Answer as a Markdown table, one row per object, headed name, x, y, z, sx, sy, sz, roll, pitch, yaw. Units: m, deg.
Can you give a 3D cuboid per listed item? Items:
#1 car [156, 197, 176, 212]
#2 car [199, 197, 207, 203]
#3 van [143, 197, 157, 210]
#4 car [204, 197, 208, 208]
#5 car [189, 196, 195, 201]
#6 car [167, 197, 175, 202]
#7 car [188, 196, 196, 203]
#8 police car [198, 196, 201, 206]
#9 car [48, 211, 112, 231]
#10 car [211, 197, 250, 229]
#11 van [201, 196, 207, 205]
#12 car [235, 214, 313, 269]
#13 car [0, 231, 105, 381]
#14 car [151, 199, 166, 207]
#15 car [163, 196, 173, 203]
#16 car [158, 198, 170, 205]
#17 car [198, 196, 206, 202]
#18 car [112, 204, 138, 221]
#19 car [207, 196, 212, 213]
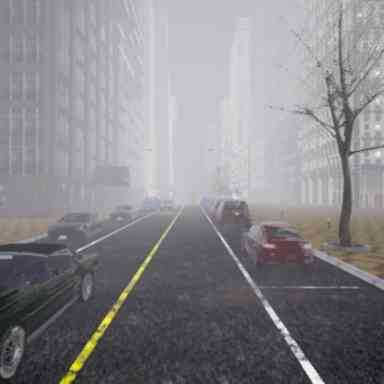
| name | x | y | z | sx | sy | sz | roll | pitch | yaw |
| --- | --- | --- | --- | --- | --- | --- | --- | --- | --- |
| car | -3.074 | 1.752 | 43.058 | 2.033 | 1.411 | 5.357 | 0 | 0 | 0 |
| car | 2.724 | 1.963 | 85.097 | 2.008 | 1.369 | 4.403 | 0 | 0 | 0 |
| van | -5.668 | 1.556 | 45.298 | 1.690 | 1.788 | 3.998 | 1 | 0 | 0 |
| car | 2.710 | 1.715 | 39.756 | 1.752 | 1.417 | 4.829 | 0 | 0 | 0 |
| car | 0.031 | 1.776 | 94.991 | 1.837 | 1.490 | 4.892 | 0 | 0 | 0 |
| car | -5.655 | 1.990 | 90.810 | 2.008 | 1.369 | 4.403 | 0 | 0 | 0 |
| car | 0.026 | 1.780 | 80.731 | 2.128 | 1.511 | 4.902 | 0 | 0 | 0 |
| police car | 2.387 | 1.726 | 62.709 | 1.930 | 1.638 | 5.238 | 0 | 0 | 0 |
| car | -5.680 | 1.645 | 16.852 | 1.947 | 1.339 | 4.313 | 1 | 0 | 0 |
| car | 2.705 | 1.423 | 22.520 | 2.192 | 1.841 | 5.009 | 0 | 0 | 0 |
| van | 2.715 | 1.585 | 50.965 | 1.690 | 1.788 | 3.998 | 0 | 0 | 0 |
| car | 2.699 | 1.636 | 11.141 | 1.802 | 1.307 | 4.206 | 0 | 0 | 0 |
| car | -3.089 | 1.628 | 5.617 | 1.895 | 1.301 | 4.718 | 0 | 0 | 0 |
| car | -5.666 | 1.836 | 56.676 | 1.947 | 1.339 | 4.313 | 0 | 0 | 0 |
| car | -5.657 | 1.822 | 79.433 | 1.967 | 1.590 | 4.097 | 0 | 0 | 0 |
| car | -5.662 | 1.876 | 68.054 | 2.008 | 1.369 | 4.403 | 0 | 0 | 0 |
| car | 2.726 | 1.881 | 90.785 | 1.967 | 1.590 | 4.097 | 0 | 0 | 0 |
| car | -5.675 | 1.699 | 28.230 | 1.947 | 1.339 | 4.313 | 1 | 0 | 0 |
| car | 2.707 | 1.450 | 28.209 | 2.192 | 1.841 | 5.009 | 0 | 0 | 0 |
